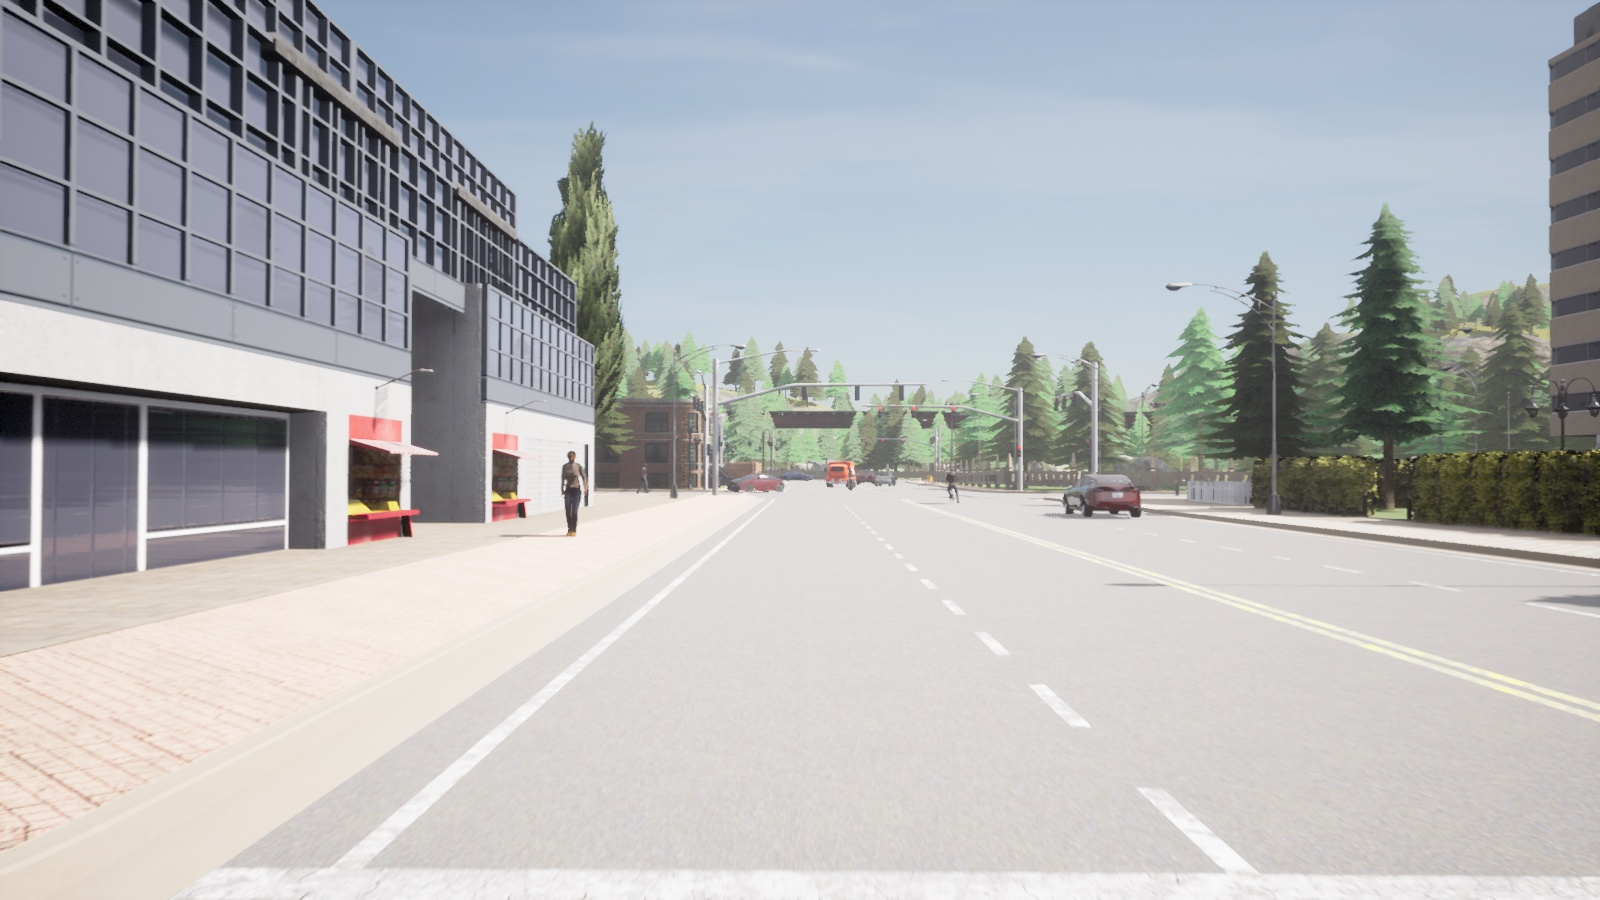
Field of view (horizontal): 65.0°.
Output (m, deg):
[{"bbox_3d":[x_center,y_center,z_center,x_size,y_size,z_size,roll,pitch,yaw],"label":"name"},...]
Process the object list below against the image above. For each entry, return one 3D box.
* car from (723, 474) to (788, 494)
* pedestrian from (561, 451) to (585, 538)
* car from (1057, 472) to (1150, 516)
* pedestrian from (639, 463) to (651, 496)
[{"bbox_3d":[-3.158,2.372,89.065,4.181,1.385,1.994,0,-1,-37],"label":"car"},{"bbox_3d":[-4.763,0.931,26.369,0.328,1.805,0.869,0,-1,0],"label":"pedestrian"},{"bbox_3d":[10.726,1.516,44.765,2.163,1.488,4.792,0,-1,0],"label":"car"},{"bbox_3d":[-9.109,1.738,73.867,0.666,1.930,0.402,0,-1,-6],"label":"pedestrian"}]
